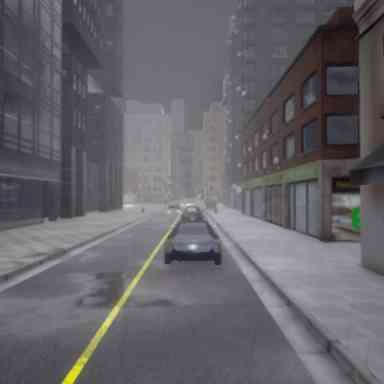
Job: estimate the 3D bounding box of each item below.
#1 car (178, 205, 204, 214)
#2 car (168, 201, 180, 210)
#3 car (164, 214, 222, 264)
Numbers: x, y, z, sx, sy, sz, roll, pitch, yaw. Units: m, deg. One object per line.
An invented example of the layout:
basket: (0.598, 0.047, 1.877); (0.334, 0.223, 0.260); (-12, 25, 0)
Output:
car: (0.054, 1.903, 28.062); (1.812, 1.442, 4.674); (0, -1, 0)
car: (-3.056, 2.253, 56.747); (1.882, 1.535, 5.008); (0, -1, 0)
car: (0.049, 1.735, 12.554); (1.994, 1.385, 4.181); (0, -1, 1)
